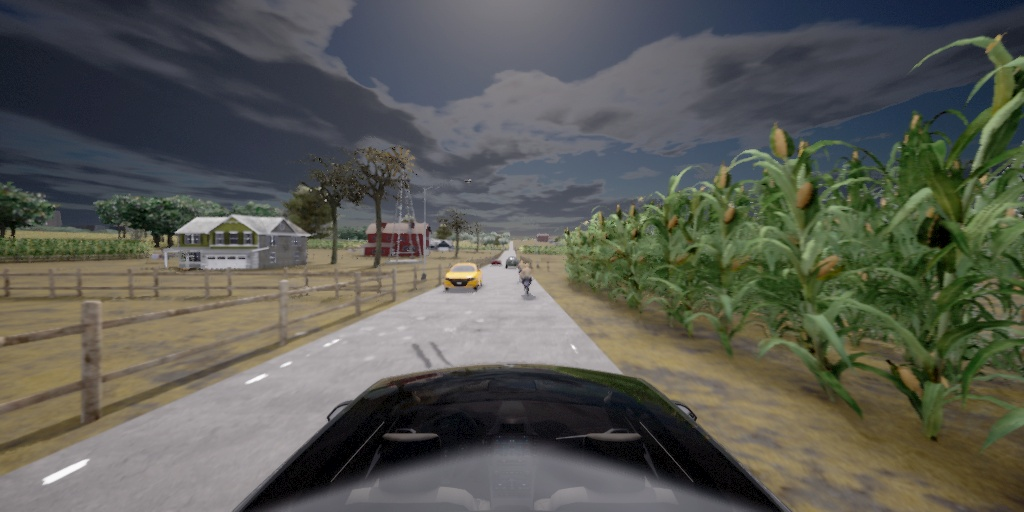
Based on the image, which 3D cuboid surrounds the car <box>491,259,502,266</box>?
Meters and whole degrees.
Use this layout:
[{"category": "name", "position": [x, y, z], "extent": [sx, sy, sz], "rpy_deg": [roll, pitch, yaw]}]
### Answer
[{"category": "car", "position": [-2.768, 1.114, 63.751], "extent": [1.895, 1.301, 4.718], "rpy_deg": [0, 0, 1]}]

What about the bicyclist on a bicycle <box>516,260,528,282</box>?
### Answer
[{"category": "bicyclist on a bicycle", "position": [0.736, 1.126, 27.052], "extent": [0.866, 1.612, 1.509], "rpy_deg": [0, 0, 0]}]

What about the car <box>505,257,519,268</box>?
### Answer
[{"category": "car", "position": [0.076, 0.921, 54.652], "extent": [2.097, 1.767, 4.553], "rpy_deg": [0, 0, 0]}]

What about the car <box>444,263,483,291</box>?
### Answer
[{"category": "car", "position": [-2.846, 1.184, 21.810], "extent": [1.882, 1.535, 5.008], "rpy_deg": [0, 0, 0]}]

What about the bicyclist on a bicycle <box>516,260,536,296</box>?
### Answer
[{"category": "bicyclist on a bicycle", "position": [0.760, 1.156, 17.820], "extent": [0.866, 1.612, 1.509], "rpy_deg": [0, 0, 0]}]
